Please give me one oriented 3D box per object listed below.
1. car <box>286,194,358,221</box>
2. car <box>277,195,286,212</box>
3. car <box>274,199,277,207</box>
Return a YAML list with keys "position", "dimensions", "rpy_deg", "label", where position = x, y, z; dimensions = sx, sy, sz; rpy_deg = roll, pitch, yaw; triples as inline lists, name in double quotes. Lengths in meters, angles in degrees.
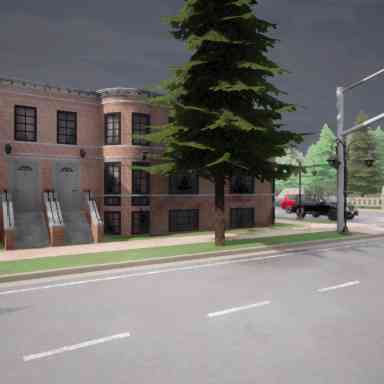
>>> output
- position: [10.933, 1.221, 27.782]
  dimensions: [2.150, 2.045, 5.566]
  rpy_deg: [0, 0, -28]
  label: "car"
- position: [11.598, 1.221, 33.556]
  dimensions: [2.150, 2.045, 5.566]
  rpy_deg: [0, 0, -30]
  label: "car"
- position: [12.310, 1.564, 46.694]
  dimensions: [1.994, 1.385, 4.181]
  rpy_deg: [0, 0, -30]
  label: "car"
